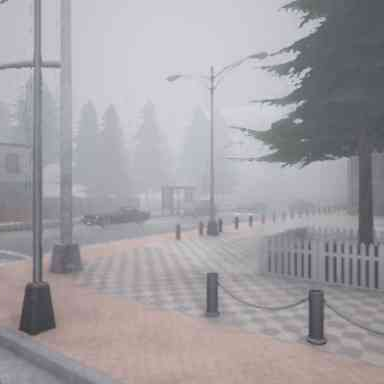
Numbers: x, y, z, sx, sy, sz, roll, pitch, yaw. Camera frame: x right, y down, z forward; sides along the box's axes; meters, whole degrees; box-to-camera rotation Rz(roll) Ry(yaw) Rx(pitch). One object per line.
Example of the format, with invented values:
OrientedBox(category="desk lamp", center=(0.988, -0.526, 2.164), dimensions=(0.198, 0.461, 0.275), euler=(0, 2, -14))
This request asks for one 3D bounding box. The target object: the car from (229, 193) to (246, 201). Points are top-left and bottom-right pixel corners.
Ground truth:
OrientedBox(category="car", center=(11.289, 1.205, 79.158), dimensions=(1.932, 1.855, 4.605), euler=(0, 0, 36))

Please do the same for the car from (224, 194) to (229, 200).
OrientedBox(category="car", center=(9.025, 1.211, 80.317), dimensions=(1.905, 1.878, 3.866), euler=(0, 0, 36))

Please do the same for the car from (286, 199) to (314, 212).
OrientedBox(category="car", center=(13.017, 1.553, 39.890), dimensions=(2.033, 1.411, 5.357), euler=(0, 0, 37))

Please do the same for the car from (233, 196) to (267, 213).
OrientedBox(category="car", center=(6.877, 1.537, 37.880), dimensions=(1.812, 1.442, 4.674), euler=(0, 0, 37))

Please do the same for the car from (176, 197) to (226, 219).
OrientedBox(category="car", center=(0.612, 1.504, 29.670), dimensions=(2.128, 1.511, 4.902), euler=(0, 0, 37))

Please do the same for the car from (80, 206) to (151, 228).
OrientedBox(category="car", center=(-5.037, 1.614, 22.240), dimensions=(1.895, 1.301, 4.718), euler=(0, 0, 37))
